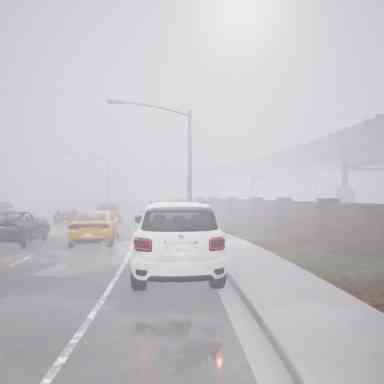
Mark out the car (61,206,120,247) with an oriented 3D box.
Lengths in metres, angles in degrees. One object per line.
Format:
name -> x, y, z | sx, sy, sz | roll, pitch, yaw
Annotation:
car -> -4.608, 1.647, 16.014 | 1.882, 1.535, 5.008 | 0, -1, -8

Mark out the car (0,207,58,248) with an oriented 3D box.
car -> -8.044, 1.654, 15.344 | 2.128, 1.511, 4.902 | 0, -1, -8

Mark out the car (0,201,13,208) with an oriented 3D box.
car -> -20.656, 2.008, 35.947 | 2.150, 2.045, 5.566 | 0, -2, -21

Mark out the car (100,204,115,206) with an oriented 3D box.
car -> -7.896, 1.928, 30.995 | 2.097, 1.767, 4.553 | 0, -2, -16

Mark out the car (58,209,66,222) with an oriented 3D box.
car -> -11.264, 2.171, 30.040 | 1.895, 1.301, 4.718 | 0, -2, -16

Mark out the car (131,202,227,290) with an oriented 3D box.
car -> -0.451, 1.278, 9.412 | 2.150, 2.045, 5.566 | 0, -1, -5
